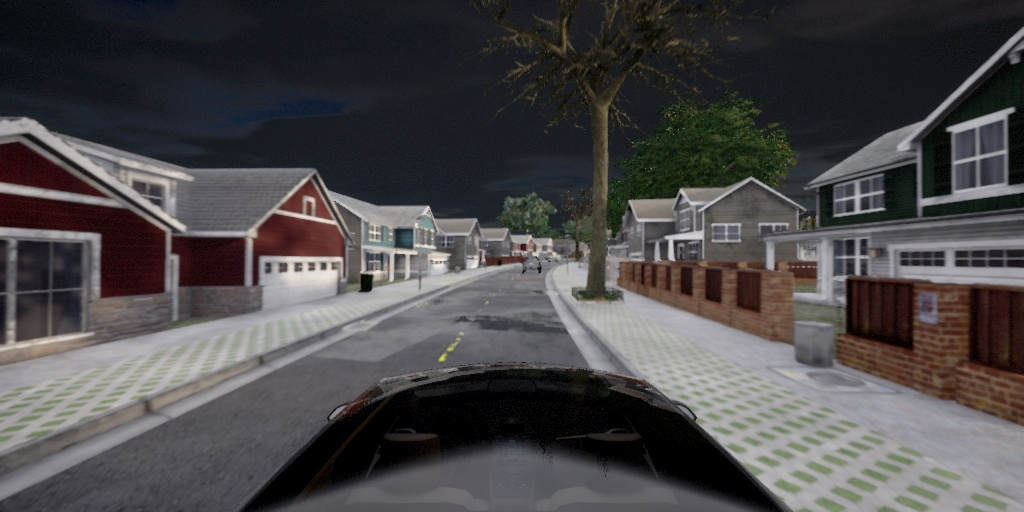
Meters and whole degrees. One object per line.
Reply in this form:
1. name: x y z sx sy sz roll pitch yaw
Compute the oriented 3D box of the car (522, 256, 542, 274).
1. car: 2.055 0.801 36.151 2.033 1.649 4.856 0 0 6
